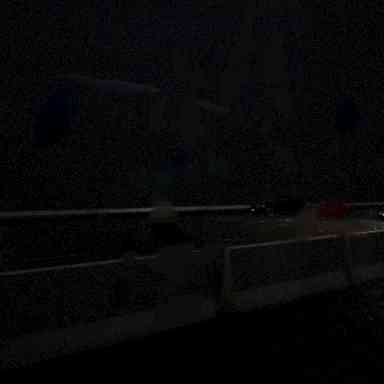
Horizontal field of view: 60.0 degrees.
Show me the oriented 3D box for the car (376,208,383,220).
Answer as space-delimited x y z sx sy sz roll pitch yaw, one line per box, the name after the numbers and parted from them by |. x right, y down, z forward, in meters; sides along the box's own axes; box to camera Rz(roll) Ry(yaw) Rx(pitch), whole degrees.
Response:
16.140 1.424 25.269 4.892 1.490 1.837 0 0 -26 | car

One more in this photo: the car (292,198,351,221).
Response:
10.589 1.445 26.422 4.674 1.442 1.812 0 0 -27 | car

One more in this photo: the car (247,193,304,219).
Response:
7.449 1.138 28.739 5.566 2.045 2.150 0 0 -28 | car
